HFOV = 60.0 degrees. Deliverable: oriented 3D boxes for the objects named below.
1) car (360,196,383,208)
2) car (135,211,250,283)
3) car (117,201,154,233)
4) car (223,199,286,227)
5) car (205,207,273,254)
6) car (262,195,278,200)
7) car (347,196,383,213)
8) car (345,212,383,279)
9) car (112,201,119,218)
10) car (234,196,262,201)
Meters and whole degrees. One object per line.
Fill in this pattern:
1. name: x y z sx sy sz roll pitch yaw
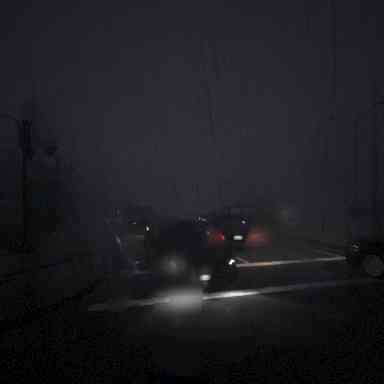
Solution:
1. car: 23.953 1.274 43.138 1.845 1.501 3.633 0 0 -17
2. car: -0.371 1.543 10.098 2.033 1.411 5.357 0 0 -15
3. car: -3.089 1.529 19.937 2.033 1.411 5.357 0 0 -17
4. car: 2.857 1.467 19.892 5.357 1.411 2.033 -3 1 -15
5. car: 1.354 1.538 13.386 2.033 1.411 5.357 0 0 -4
6. car: 10.402 1.278 47.086 2.152 1.636 5.027 0 0 -17
7. car: 15.622 1.356 29.164 1.970 1.475 3.806 0 0 -17
8. car: 6.524 1.475 8.222 5.008 1.535 1.882 0 0 40
9. car: -6.233 1.515 30.094 2.033 1.411 5.357 0 0 -17
10. car: 7.412 1.288 46.134 2.007 1.523 4.514 0 0 -17
